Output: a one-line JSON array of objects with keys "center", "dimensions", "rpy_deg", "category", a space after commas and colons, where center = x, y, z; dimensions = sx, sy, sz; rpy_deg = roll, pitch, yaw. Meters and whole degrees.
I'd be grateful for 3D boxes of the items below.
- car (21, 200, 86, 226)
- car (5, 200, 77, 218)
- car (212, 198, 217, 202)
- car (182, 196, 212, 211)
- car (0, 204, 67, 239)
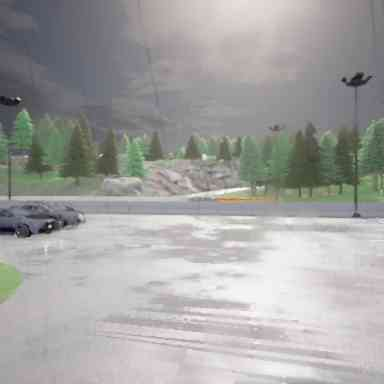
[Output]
[{"center": [-8.824, 1.376, 20.031], "dimensions": [4.902, 1.511, 2.128], "rpy_deg": [0, 0, 12], "category": "car"}, {"center": [-12.635, 1.387, 27.953], "dimensions": [5.357, 1.411, 2.033], "rpy_deg": [0, 0, 12], "category": "car"}, {"center": [0.864, 1.256, 43.265], "dimensions": [4.902, 1.511, 2.128], "rpy_deg": [0, 0, 12], "category": "car"}, {"center": [-0.587, 1.402, 36.424], "dimensions": [4.718, 1.301, 1.895], "rpy_deg": [0, 0, 11], "category": "car"}, {"center": [-8.793, 1.468, 16.453], "dimensions": [4.181, 1.385, 1.994], "rpy_deg": [0, 0, 12], "category": "car"}]
